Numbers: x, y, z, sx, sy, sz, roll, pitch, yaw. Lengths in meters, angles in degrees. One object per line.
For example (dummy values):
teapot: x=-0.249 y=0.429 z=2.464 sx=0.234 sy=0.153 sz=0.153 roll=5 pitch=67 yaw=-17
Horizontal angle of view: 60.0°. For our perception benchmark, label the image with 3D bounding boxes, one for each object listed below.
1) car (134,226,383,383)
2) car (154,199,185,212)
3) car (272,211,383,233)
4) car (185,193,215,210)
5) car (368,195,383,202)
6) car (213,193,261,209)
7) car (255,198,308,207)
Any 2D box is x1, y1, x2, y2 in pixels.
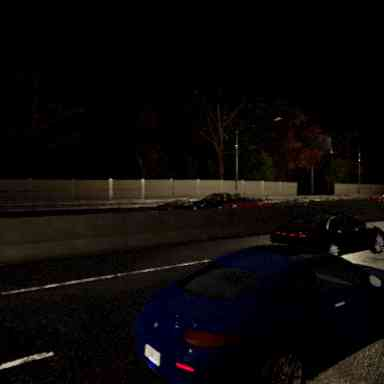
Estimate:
car: x=1.465 y=1.501 z=4.791 sx=4.674 sy=1.442 sz=1.812 roll=0 pitch=0 yaw=-35
car: x=-1.151 y=1.431 z=33.266 sx=5.357 sy=1.411 sz=2.033 roll=0 pitch=0 yaw=-35
car: x=4.805 y=1.437 z=11.474 sx=4.892 sy=1.490 sz=1.837 roll=0 pitch=0 yaw=-36
car: x=2.479 y=1.092 z=31.553 sx=5.566 sy=2.045 sz=2.150 roll=0 pitch=0 yaw=-35
car: x=31.974 y=1.236 z=56.782 sx=4.718 sy=1.301 sz=1.895 roll=0 pitch=0 yaw=-35
car: x=4.417 y=1.223 z=28.636 sx=4.553 sy=1.767 sz=2.097 roll=0 pitch=0 yaw=-35
car: x=7.930 y=1.407 z=26.846 sx=5.357 sy=1.411 sz=2.033 roll=0 pitch=0 yaw=-35
